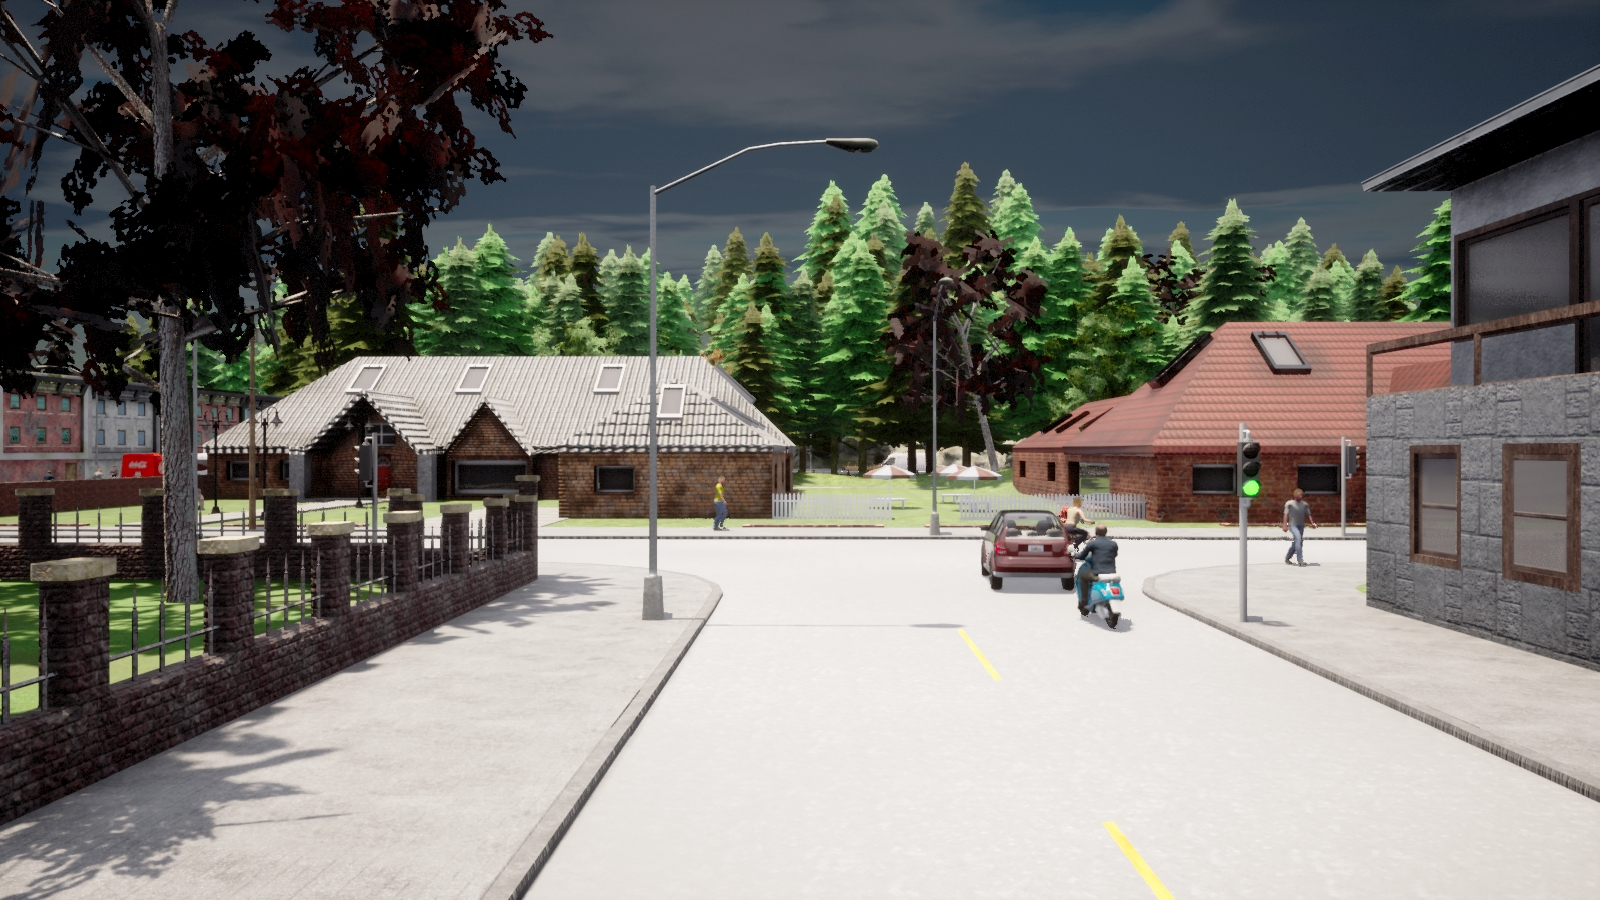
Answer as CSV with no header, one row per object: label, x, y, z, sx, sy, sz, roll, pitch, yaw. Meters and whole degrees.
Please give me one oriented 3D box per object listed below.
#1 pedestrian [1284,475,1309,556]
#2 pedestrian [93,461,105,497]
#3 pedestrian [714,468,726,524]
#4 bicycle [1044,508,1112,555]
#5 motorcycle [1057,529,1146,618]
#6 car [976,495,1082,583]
pedestrian,11.535,1.518,26.549,0.375,1.860,0.375,0,0,-7
pedestrian,-37.087,1.524,60.421,0.375,1.860,0.375,0,0,4
pedestrian,-2.669,1.524,37.996,0.375,1.860,0.375,0,0,2
bicycle,7.012,2.037,28.781,1.487,1.080,0.859,1,1,-35
motorcycle,4.856,1.962,18.531,0.856,1.236,1.805,0,0,-5
car,4.754,1.806,24.129,1.789,1.549,3.705,0,0,5
